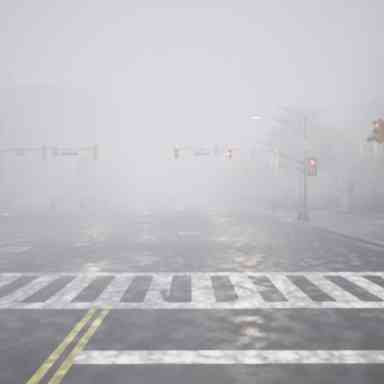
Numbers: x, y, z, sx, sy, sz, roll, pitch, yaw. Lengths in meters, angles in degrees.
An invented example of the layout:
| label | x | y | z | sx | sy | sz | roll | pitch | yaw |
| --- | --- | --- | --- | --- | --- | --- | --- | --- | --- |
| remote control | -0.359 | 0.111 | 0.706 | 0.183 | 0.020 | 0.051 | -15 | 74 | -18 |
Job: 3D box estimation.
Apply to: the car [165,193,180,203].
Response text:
| label | x | y | z | sx | sy | sz | roll | pitch | yaw |
| --- | --- | --- | --- | --- | --- | --- | --- | --- | --- |
| car | -3.663 | 1.224 | 67.170 | 2.150 | 2.045 | 5.566 | 0 | 0 | 1 |

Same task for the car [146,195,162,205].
| label | x | y | z | sx | sy | sz | roll | pitch | yaw |
| --- | --- | --- | --- | --- | --- | --- | --- | --- | --- |
| car | -7.207 | 1.558 | 61.030 | 2.033 | 1.411 | 5.357 | 0 | 0 | 0 |

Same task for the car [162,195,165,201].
| label | x | y | z | sx | sy | sz | roll | pitch | yaw |
| --- | --- | --- | --- | --- | --- | --- | --- | --- | --- |
| car | -6.875 | 1.482 | 83.389 | 1.882 | 1.535 | 5.008 | 0 | 0 | -21 |
